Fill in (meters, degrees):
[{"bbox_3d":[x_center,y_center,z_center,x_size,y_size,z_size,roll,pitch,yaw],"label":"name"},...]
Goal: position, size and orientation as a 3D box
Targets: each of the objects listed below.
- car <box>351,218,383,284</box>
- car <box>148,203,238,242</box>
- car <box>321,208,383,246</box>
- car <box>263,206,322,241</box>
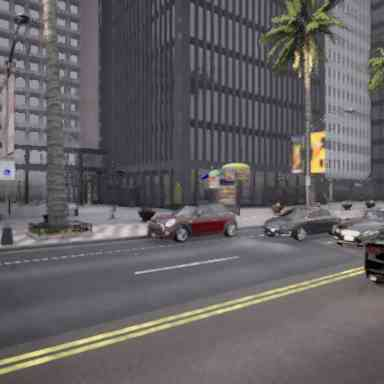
[{"bbox_3d":[6.293,1.489,8.363,5.008,1.535,1.882,0,0,-36],"label":"car"},{"bbox_3d":[0.089,1.364,16.445,4.553,1.767,2.185,0,0,-36],"label":"car"},{"bbox_3d":[7.989,1.508,14.193,4.902,1.511,2.128,0,0,-36],"label":"car"},{"bbox_3d":[5.678,1.520,16.838,4.892,1.490,1.837,0,0,-36],"label":"car"}]
